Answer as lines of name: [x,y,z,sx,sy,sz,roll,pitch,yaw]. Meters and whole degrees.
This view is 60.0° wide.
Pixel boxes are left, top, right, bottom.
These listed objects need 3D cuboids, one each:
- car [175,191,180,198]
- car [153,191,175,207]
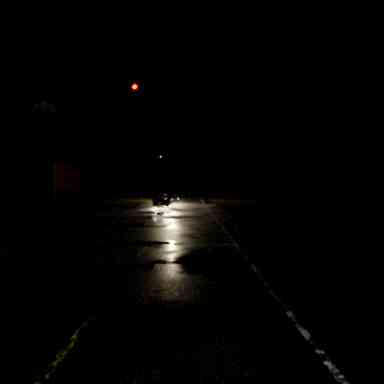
car: [-3.564,0.565,72.167,2.033,1.411,5.357,0,1,0]
car: [-3.590,1.005,40.297,2.128,1.511,4.902,0,2,1]
